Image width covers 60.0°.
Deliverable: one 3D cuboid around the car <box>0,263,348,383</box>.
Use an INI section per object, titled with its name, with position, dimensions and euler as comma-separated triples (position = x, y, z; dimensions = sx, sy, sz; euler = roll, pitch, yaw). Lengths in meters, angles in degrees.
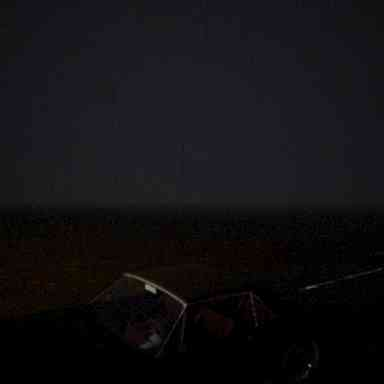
[car]
position = -0.350, 1.617, 3.743
dimensions = 4.718, 1.301, 1.895
euler = 1, 0, -35
